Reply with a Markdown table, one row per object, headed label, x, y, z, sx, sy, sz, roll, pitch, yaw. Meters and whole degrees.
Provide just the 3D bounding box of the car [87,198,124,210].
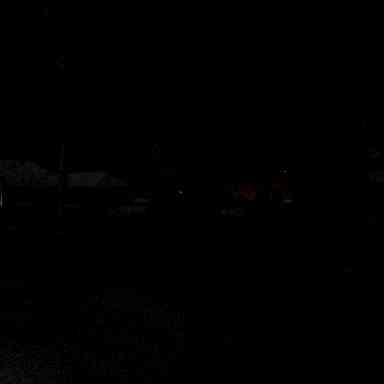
| label | x | y | z | sx | sy | sz | roll | pitch | yaw |
| --- | --- | --- | --- | --- | --- | --- | --- | --- | --- |
| car | -10.649 | 1.438 | 41.041 | 1.882 | 1.535 | 5.008 | 0 | 0 | 36 |
